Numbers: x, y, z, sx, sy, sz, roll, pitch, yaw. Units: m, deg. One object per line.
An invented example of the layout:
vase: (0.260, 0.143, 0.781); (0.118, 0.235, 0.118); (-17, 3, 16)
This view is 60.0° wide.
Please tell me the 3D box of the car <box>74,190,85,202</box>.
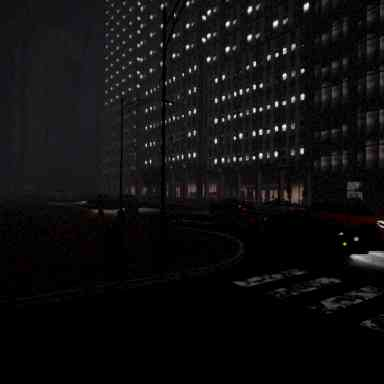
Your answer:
car: (-17.111, 0.735, 51.360); (1.994, 1.385, 4.181); (1, 1, -35)

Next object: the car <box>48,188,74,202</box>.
car: (-19.754, 0.448, 49.473); (2.150, 2.045, 5.566); (1, 1, -35)

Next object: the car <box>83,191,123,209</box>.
car: (-9.298, 0.910, 34.331); (1.882, 1.535, 5.008); (1, 1, -35)

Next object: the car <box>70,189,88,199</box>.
car: (-21.674, 0.353, 63.746); (2.097, 1.767, 4.553); (1, 1, -35)

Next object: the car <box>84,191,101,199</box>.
car: (-20.091, 0.528, 67.150); (1.812, 1.442, 4.674); (1, 1, -35)

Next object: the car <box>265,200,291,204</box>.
car: (6.997, 1.366, 28.368); (1.895, 1.301, 4.718); (1, 1, -35)

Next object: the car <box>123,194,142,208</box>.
car: (-7.199, 0.976, 37.004); (1.812, 1.442, 4.674); (1, 1, -35)

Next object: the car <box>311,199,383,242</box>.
car: (7.528, 1.280, 15.897); (2.097, 1.767, 4.553); (0, 2, -35)

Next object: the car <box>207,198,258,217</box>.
car: (3.230, 1.226, 28.067); (1.812, 1.442, 4.674); (1, 1, -35)

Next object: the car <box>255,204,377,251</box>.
car: (4.952, 1.466, 13.936); (1.994, 1.385, 4.181); (1, 2, -35)
